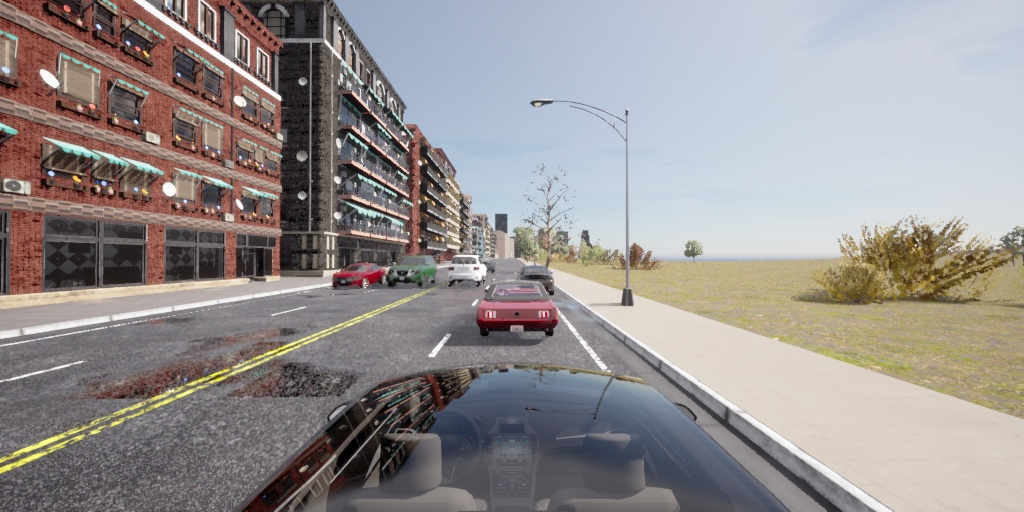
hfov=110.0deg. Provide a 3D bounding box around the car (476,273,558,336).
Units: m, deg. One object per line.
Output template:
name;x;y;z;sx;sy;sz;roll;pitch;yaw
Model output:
car;0.131;1.352;10.323;1.895;1.301;4.718;0;0;0

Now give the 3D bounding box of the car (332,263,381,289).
car;-9.770;1.230;23.267;1.882;1.535;5.008;0;0;0

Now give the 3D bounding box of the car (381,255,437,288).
car;-6.517;0.974;24.000;2.150;2.045;5.566;0;0;0

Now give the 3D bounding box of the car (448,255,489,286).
car;-3.061;0.974;25.339;2.150;2.045;5.566;0;0;0

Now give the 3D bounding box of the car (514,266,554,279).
car;1.204;1.257;19.523;1.837;1.490;4.892;0;0;0

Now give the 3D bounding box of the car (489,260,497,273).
car;-2.988;1.241;43.767;2.128;1.511;4.902;0;0;0
